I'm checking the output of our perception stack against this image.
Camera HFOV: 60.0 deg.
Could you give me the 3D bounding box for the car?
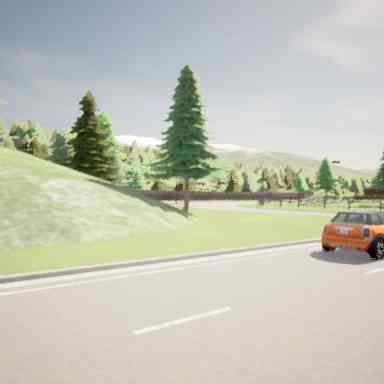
[{"bbox_3d":[7.276,1.496,13.331,4.553,1.767,2.097,1,-1,-35],"label":"car"}]
